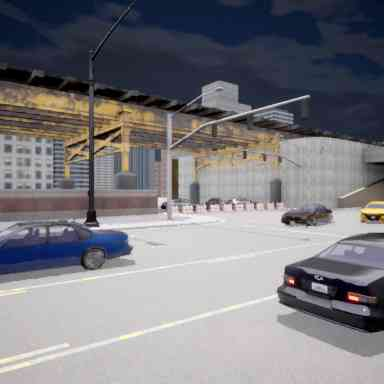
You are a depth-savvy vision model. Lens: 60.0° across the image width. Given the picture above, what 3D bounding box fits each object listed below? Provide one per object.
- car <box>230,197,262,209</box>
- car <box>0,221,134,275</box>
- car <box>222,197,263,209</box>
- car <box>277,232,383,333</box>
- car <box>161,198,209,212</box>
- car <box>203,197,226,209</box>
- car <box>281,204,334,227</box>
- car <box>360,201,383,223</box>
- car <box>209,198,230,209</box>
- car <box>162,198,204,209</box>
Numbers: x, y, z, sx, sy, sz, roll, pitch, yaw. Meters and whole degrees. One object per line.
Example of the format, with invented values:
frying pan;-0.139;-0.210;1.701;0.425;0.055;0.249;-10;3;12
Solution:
car;6.656;1.295;44.224;4.536;1.218;1.853;0;0;-7
car;-4.393;1.547;9.447;5.357;1.411;2.033;0;0;-35
car;6.708;1.453;44.231;4.974;1.542;2.038;0;0;-7
car;4.050;1.547;6.664;5.357;1.411;2.033;0;0;-35
car;-0.949;1.453;37.788;4.974;1.542;2.038;0;0;8
car;2.812;1.295;40.521;1.853;1.218;4.536;0;0;18
car;8.113;1.547;23.005;2.033;1.411;5.357;0;0;41
car;13.922;1.477;24.793;1.882;1.535;5.008;0;0;37
car;2.796;1.453;40.472;2.038;1.542;4.974;0;0;18
car;-1.001;1.295;37.795;4.536;1.218;1.853;0;0;8
